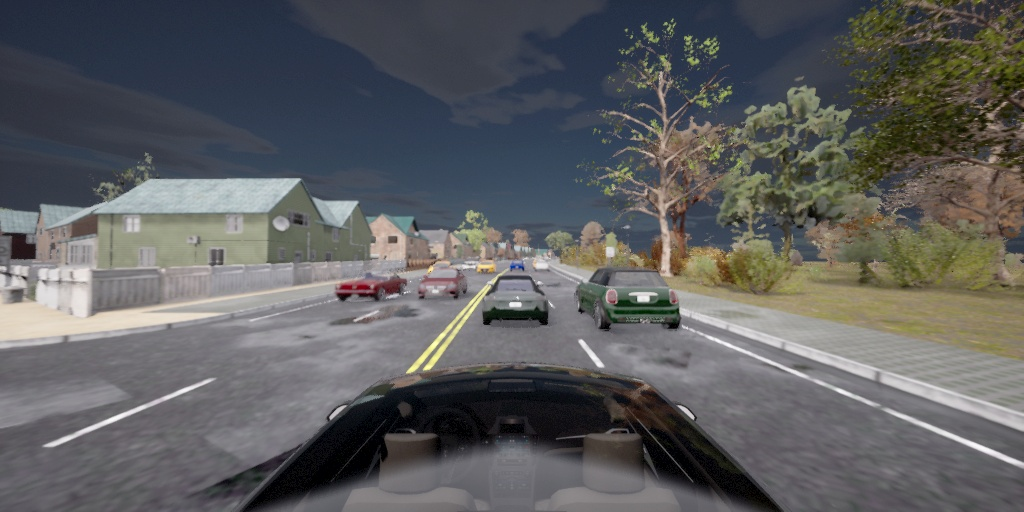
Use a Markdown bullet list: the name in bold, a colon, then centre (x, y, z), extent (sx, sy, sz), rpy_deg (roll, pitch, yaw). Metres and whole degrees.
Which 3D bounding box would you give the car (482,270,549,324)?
- **car**: centre (0.099, 1.326, 11.979), extent (1.994, 1.385, 4.181), rpy_deg (0, 0, 0)

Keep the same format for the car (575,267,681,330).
- **car**: centre (3.348, 1.113, 11.251), extent (2.097, 1.767, 4.553), rpy_deg (0, 0, 0)

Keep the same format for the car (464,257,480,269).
- **car**: centre (-5.647, 1.124, 52.089), extent (2.150, 2.045, 5.566), rpy_deg (0, 0, 2)

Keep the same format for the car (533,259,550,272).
- **car**: centre (3.999, 1.310, 47.699), extent (1.812, 1.442, 4.674), rpy_deg (0, 0, 3)

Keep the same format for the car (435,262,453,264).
- **car**: centre (-6.348, 1.262, 33.085), extent (1.882, 1.535, 5.008), rpy_deg (0, 0, 1)

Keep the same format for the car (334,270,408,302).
- **car**: centre (-6.576, 1.370, 17.210), extent (1.895, 1.301, 4.718), rpy_deg (0, 0, 0)

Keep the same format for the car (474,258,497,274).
- **car**: centre (-2.859, 1.266, 41.336), extent (1.882, 1.535, 5.008), rpy_deg (0, 0, 2)

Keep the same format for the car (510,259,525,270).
- **car**: centre (0.756, 1.266, 47.946), extent (1.882, 1.535, 5.008), rpy_deg (0, 0, 3)

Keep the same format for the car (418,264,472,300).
- **car**: centre (-3.318, 1.295, 17.937), extent (1.812, 1.442, 4.674), rpy_deg (0, 0, 0)
